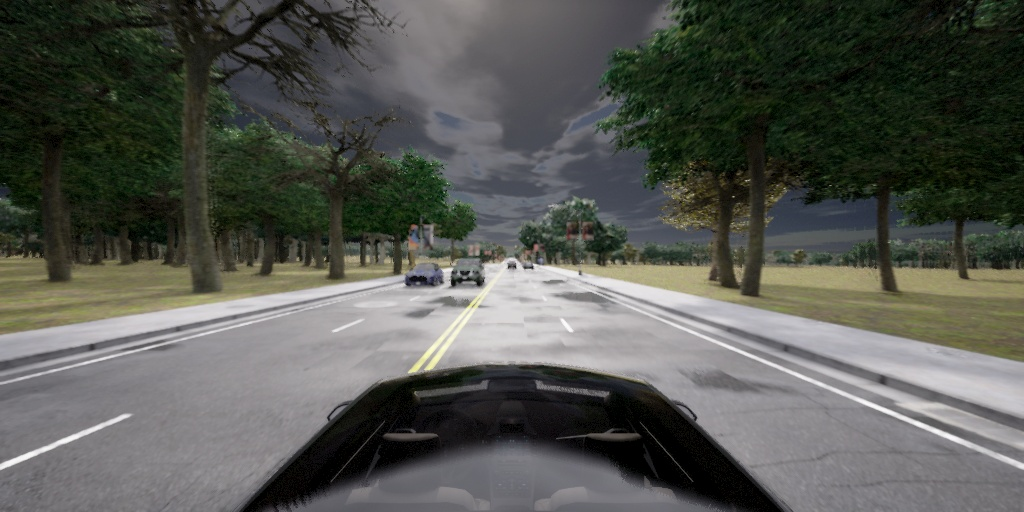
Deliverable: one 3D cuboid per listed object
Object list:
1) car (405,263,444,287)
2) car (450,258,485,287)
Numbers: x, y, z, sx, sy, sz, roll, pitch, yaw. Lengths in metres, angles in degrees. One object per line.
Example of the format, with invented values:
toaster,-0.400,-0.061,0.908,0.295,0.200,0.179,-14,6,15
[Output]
car,-6.503,1.310,27.048,2.097,1.767,4.553,0,0,0
car,-3.248,1.177,27.424,2.150,2.045,5.566,0,-1,0
